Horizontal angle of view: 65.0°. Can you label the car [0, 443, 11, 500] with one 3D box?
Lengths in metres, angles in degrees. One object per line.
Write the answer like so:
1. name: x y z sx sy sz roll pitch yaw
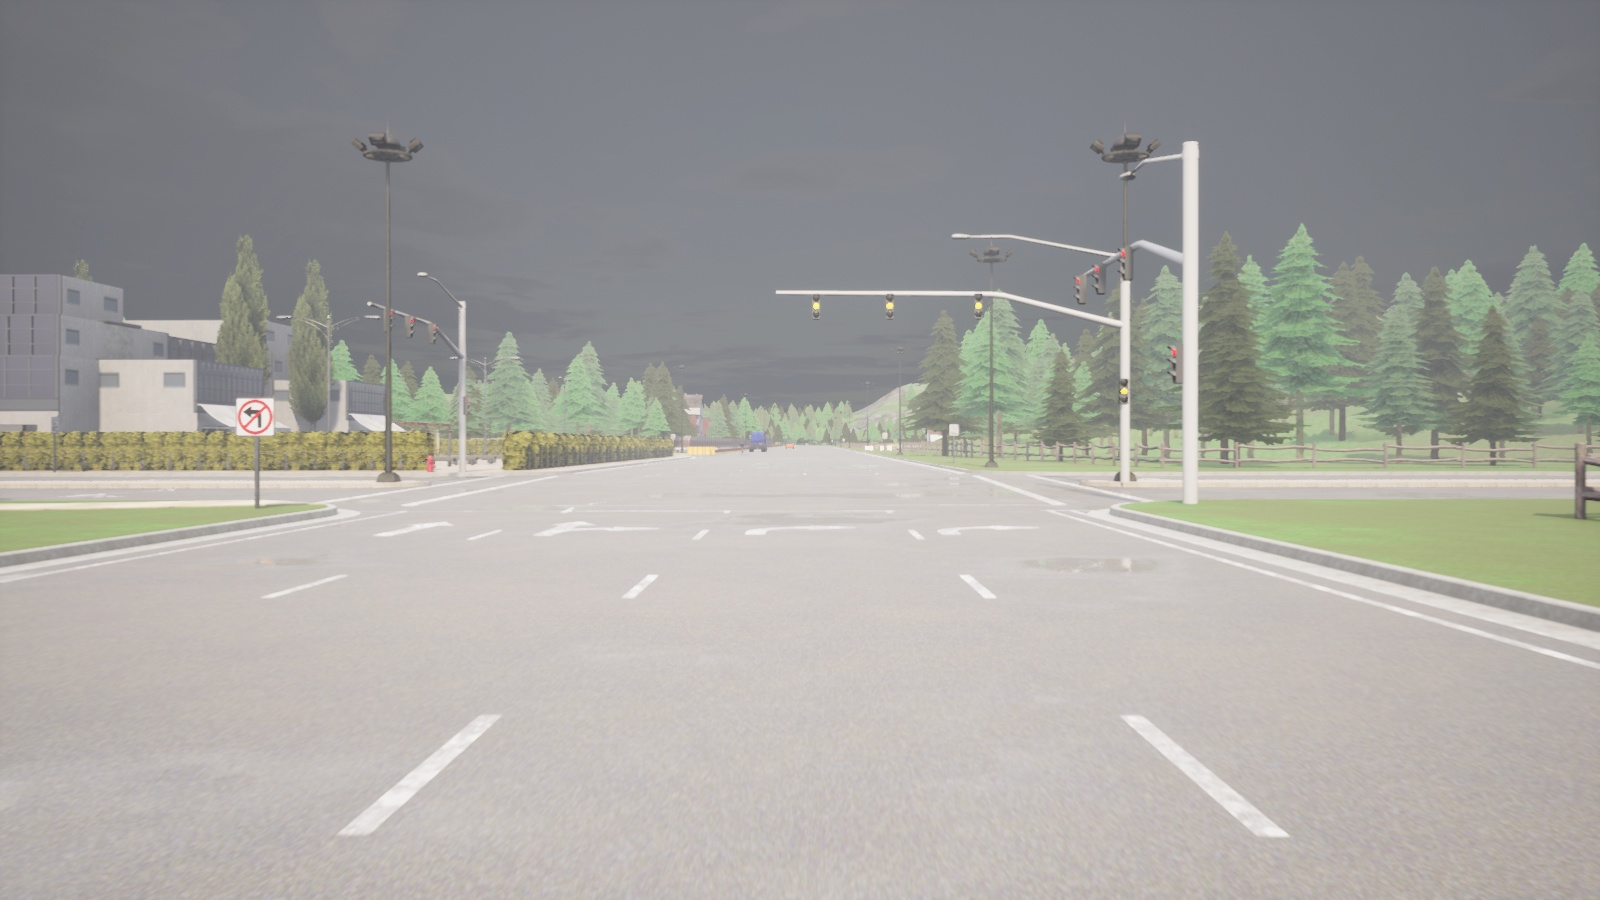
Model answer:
1. car: -22.683 0.560 32.262 3.633 1.501 1.845 0 0 0
